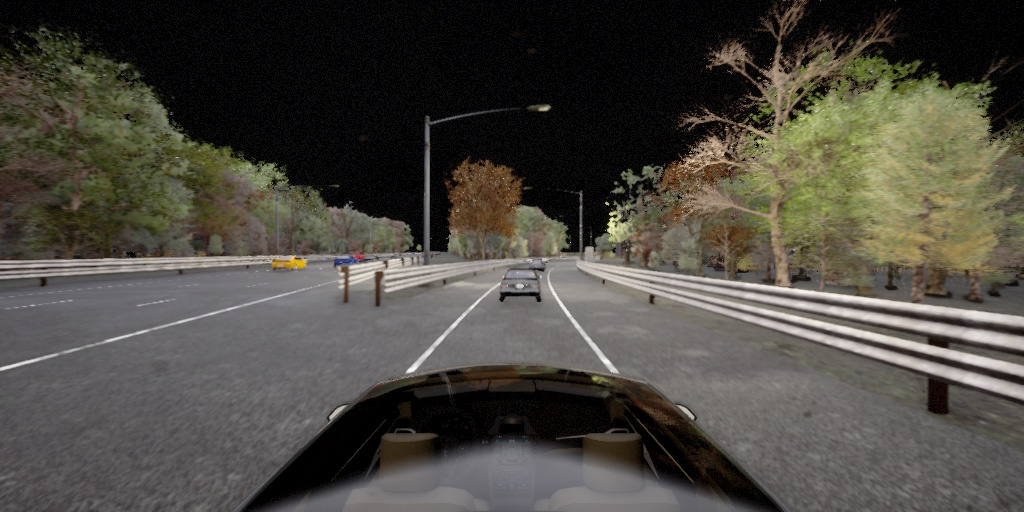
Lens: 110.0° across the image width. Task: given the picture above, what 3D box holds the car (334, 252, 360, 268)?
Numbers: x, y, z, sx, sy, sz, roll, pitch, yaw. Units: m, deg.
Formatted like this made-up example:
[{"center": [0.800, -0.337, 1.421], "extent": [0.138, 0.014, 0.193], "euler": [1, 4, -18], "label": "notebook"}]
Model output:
[{"center": [-20.996, 0.651, 45.461], "extent": [1.882, 1.535, 5.008], "euler": [0, 0, -11], "label": "car"}]

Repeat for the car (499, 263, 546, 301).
[{"center": [0.454, 1.261, 16.998], "extent": [2.033, 1.411, 5.357], "euler": [0, 0, 3], "label": "car"}]

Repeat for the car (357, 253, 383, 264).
[{"center": [-17.152, 0.716, 43.963], "extent": [1.837, 1.490, 4.892], "euler": [0, 0, -11], "label": "car"}]

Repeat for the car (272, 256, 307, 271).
[{"center": [-23.006, 0.705, 37.271], "extent": [1.882, 1.535, 5.008], "euler": [0, 0, -11], "label": "car"}]

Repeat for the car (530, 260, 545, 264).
[{"center": [3.159, 1.205, 45.088], "extent": [1.994, 1.385, 4.181], "euler": [0, 0, 8], "label": "car"}]
